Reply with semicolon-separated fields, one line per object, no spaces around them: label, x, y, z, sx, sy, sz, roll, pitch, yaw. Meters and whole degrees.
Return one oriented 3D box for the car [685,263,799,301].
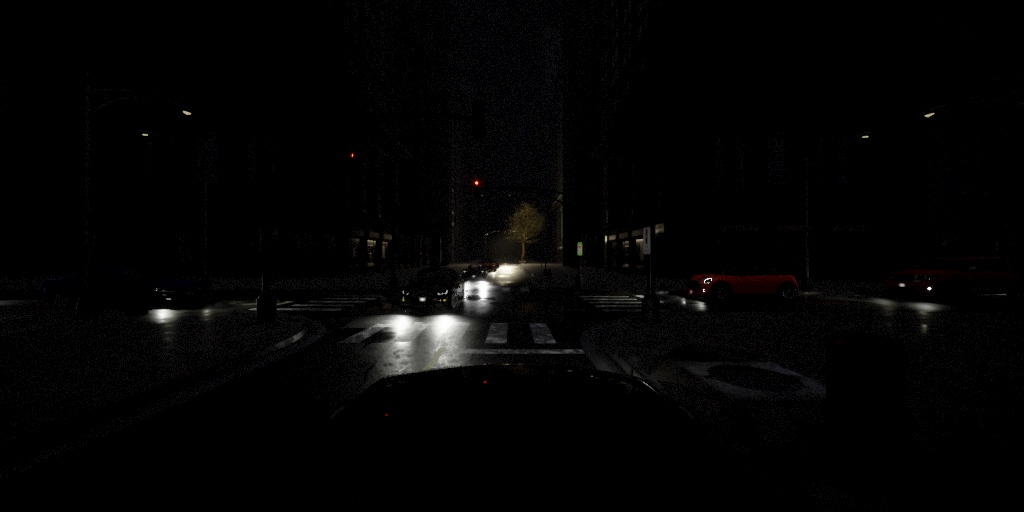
car;10.785;1.138;17.088;4.553;1.767;2.097;0;0;0

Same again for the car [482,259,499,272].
car;-3.078;1.112;46.116;2.097;1.767;4.553;0;0;0

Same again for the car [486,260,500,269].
car;-3.041;1.336;56.954;1.994;1.385;4.181;0;0;0

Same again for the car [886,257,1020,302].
car;21.363;1.040;17.076;5.566;2.045;2.150;0;0;0

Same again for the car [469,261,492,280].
car;-3.090;1.351;31.101;1.895;1.301;4.718;0;0;0

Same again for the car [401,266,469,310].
car;-3.092;1.254;14.817;1.837;1.490;4.892;0;0;0

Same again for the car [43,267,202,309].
car;-14.907;1.176;13.895;5.008;1.535;1.882;0;0;2
